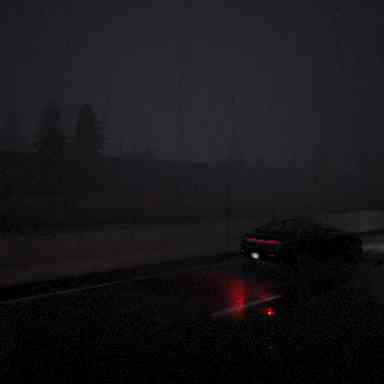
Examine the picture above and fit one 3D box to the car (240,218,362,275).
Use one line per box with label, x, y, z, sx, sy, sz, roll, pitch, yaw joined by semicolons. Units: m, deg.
car;3.766;1.620;11.025;4.902;1.511;2.128;0;-1;-37
